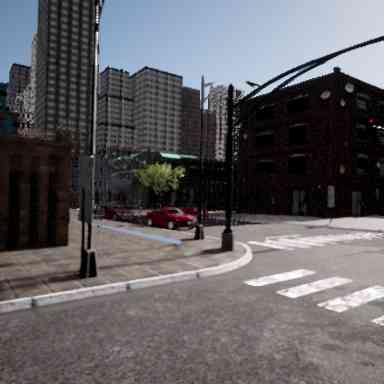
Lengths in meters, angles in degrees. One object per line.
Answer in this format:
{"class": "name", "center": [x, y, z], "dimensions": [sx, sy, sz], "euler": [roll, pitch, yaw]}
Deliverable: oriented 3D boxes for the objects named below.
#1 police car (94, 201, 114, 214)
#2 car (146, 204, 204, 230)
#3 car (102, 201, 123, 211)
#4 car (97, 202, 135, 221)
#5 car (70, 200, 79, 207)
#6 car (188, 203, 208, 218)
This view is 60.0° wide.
{"class": "police car", "center": [-10.437, 1.906, 40.034], "dimensions": [2.038, 1.542, 4.974], "euler": [2, -2, -35]}
{"class": "car", "center": [-1.446, 1.702, 22.243], "dimensions": [1.887, 1.381, 4.507], "euler": [1, -1, -35]}
{"class": "car", "center": [-12.842, 2.189, 53.509], "dimensions": [1.752, 1.417, 4.829], "euler": [1, -1, -35]}
{"class": "car", "center": [-6.605, 1.816, 29.619], "dimensions": [1.802, 1.307, 4.206], "euler": [1, -1, -35]}
{"class": "car", "center": [-23.255, 2.264, 68.282], "dimensions": [1.967, 1.590, 4.097], "euler": [1, -1, -35]}
{"class": "car", "center": [-0.155, 1.913, 35.471], "dimensions": [1.967, 1.590, 4.097], "euler": [1, -1, -35]}
